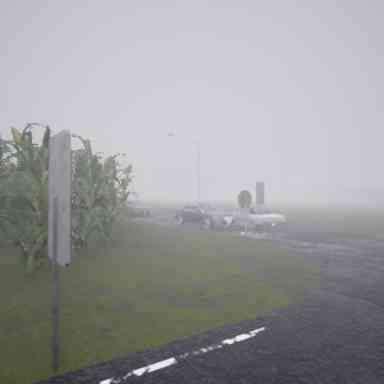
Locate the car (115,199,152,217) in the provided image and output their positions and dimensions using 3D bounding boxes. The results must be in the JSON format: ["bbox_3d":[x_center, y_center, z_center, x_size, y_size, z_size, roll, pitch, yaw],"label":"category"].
[{"bbox_3d":[-5.362,1.431,29.914,1.837,1.490,4.892,0,1,-36],"label":"car"}]

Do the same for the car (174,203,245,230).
[{"bbox_3d":[0.738,1.483,21.571,2.128,1.511,4.902,0,0,-36],"label":"car"}]

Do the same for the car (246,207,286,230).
[{"bbox_3d":[3.715,1.618,21.624,1.895,1.301,4.718,0,0,-31],"label":"car"}]
